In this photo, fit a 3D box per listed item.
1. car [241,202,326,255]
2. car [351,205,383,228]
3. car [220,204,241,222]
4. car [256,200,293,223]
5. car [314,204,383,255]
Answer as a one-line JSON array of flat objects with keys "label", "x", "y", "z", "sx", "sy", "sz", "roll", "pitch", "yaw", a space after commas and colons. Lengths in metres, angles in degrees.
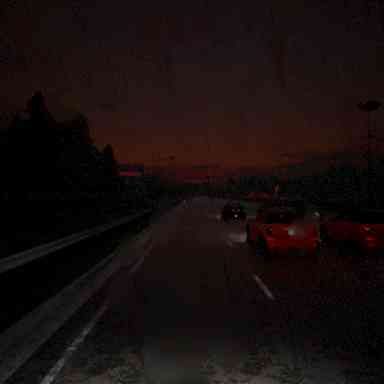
[{"label": "car", "x": 3.581, "y": 1.482, "z": 13.961, "sx": 2.097, "sy": 1.767, "sz": 4.553, "roll": 0, "pitch": 0, "yaw": 0}, {"label": "car", "x": 14.062, "y": 1.773, "z": 24.555, "sx": 2.033, "sy": 1.411, "sz": 5.357, "roll": 0, "pitch": 0, "yaw": 0}, {"label": "car", "x": 3.582, "y": 1.761, "z": 29.425, "sx": 2.128, "sy": 1.511, "sz": 4.902, "roll": 0, "pitch": -1, "yaw": 0}, {"label": "car", "x": 7.080, "y": 1.619, "z": 29.152, "sx": 2.097, "sy": 1.767, "sz": 4.553, "roll": 0, "pitch": -1, "yaw": 0}, {"label": "car", "x": 7.081, "y": 1.481, "z": 13.977, "sx": 2.097, "sy": 1.767, "sz": 4.553, "roll": 0, "pitch": -1, "yaw": 0}]
